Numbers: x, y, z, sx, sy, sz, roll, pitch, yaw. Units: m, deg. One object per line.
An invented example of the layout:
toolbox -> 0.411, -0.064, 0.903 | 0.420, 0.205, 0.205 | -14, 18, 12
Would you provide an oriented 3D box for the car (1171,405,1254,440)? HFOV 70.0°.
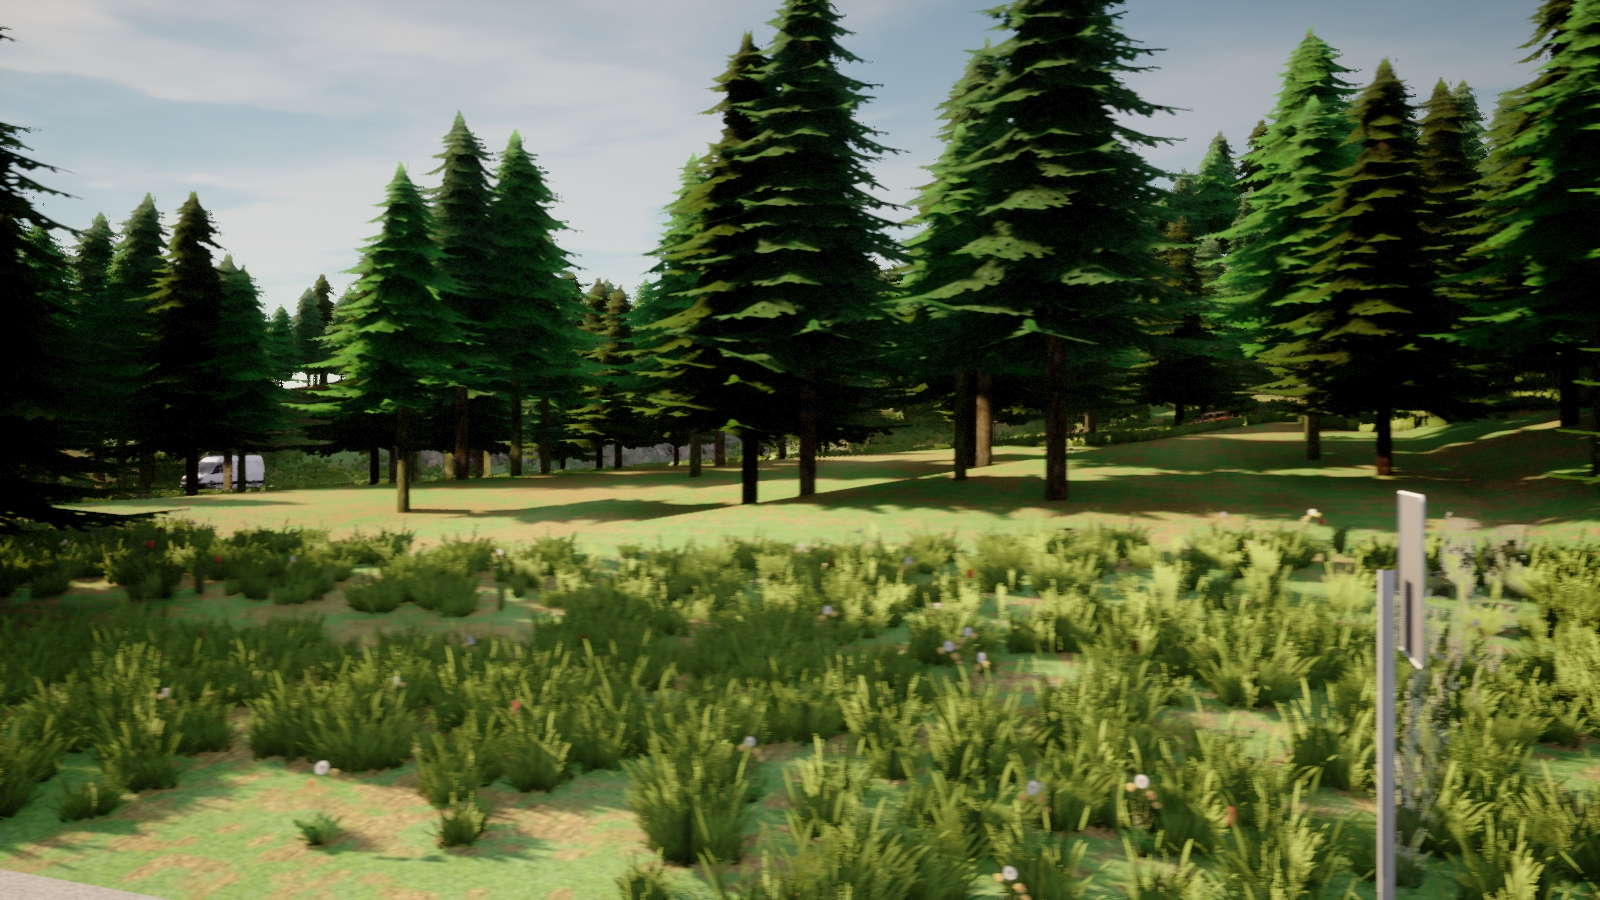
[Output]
car -> 26.150, -1.714, 72.544 | 2.097, 1.767, 4.553 | 0, -5, -32
